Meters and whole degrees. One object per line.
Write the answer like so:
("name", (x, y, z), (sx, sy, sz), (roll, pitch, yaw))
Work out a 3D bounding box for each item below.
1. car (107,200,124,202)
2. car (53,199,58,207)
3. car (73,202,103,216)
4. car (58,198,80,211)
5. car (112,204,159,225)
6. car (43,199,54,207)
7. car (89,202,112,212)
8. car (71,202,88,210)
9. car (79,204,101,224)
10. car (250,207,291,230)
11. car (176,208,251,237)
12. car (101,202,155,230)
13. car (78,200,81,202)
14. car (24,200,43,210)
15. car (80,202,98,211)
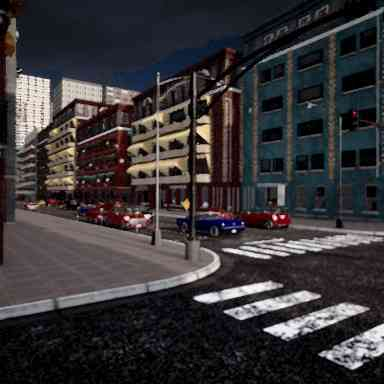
("car", (-10.935, 1.974, 46.571), (2.192, 1.841, 5.009), (0, -1, -35))
("car", (-26.812, 2.549, 69.318), (2.008, 1.369, 4.403), (0, -1, -35))
("car", (-11.897, 2.141, 38.522), (1.895, 1.301, 4.718), (1, -1, -35))
("car", (-20.043, 2.010, 55.159), (2.150, 2.045, 5.566), (1, -1, -35))
("car", (-4.928, 1.881, 28.525), (2.128, 1.511, 4.902), (1, -1, -35))
("car", (-33.167, 2.448, 78.419), (2.192, 1.841, 5.009), (0, -1, -35))
("car", (-14.108, 2.278, 51.119), (2.008, 1.369, 4.403), (0, -1, -35))
("car", (-20.460, 2.445, 60.218), (1.802, 1.307, 4.206), (0, -1, -35))
("car", (-7.854, 1.970, 28.392), (1.802, 1.307, 4.206), (0, -1, -35))
("car", (4.953, 1.757, 23.827), (1.967, 1.590, 4.097), (0, -1, -35))
("car", (1.035, 1.862, 19.994), (1.895, 1.301, 4.718), (1, -1, -35))
("car", (-4.679, 1.759, 23.843), (1.967, 1.590, 4.097), (0, -1, -35))
("car", (-14.111, 2.167, 46.740), (1.837, 1.490, 4.892), (1, -1, -34))
("car", (-26.911, 2.237, 55.692), (1.967, 1.590, 4.097), (0, -1, -35))
("car", (-17.284, 2.378, 55.668), (1.802, 1.307, 4.206), (0, -1, -35))
